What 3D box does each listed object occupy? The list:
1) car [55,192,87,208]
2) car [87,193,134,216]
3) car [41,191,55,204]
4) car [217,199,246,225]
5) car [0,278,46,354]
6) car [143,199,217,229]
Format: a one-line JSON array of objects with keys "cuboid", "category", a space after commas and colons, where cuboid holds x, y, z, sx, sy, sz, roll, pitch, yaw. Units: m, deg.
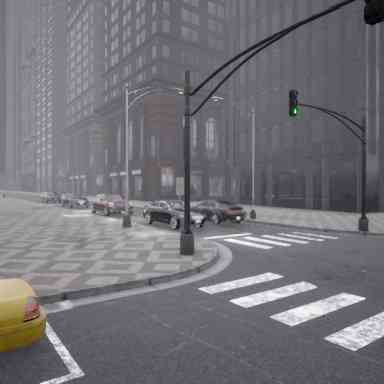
[{"cuboid": [-12.316, 0.853, 34.828, 2.128, 1.511, 4.902, 0, 1, -36], "category": "car"}, {"cuboid": [-6.435, 0.895, 26.638, 2.097, 1.767, 4.553, 0, 1, -35], "category": "car"}, {"cuboid": [-18.326, 0.688, 43.248, 1.837, 1.490, 4.892, 0, 1, -35], "category": "car"}, {"cuboid": [1.296, 1.216, 21.363, 1.837, 1.490, 4.892, 0, 1, -36], "category": "car"}, {"cuboid": [-4.259, 1.525, 3.614, 4.829, 1.417, 1.752, 0, 0, -35], "category": "car"}, {"cuboid": [-1.104, 1.205, 19.218, 2.128, 1.511, 4.902, 0, 1, -36], "category": "car"}]
